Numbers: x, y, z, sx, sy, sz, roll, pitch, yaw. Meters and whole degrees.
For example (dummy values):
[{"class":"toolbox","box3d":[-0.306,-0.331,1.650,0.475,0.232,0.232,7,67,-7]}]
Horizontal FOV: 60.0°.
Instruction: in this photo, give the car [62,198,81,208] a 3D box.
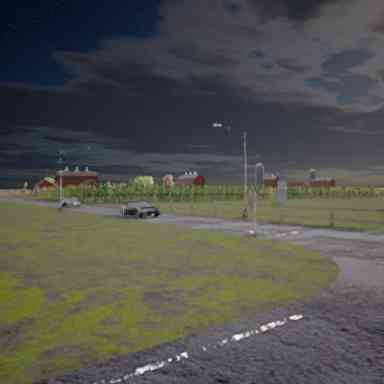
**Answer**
[{"class":"car","box3d":[-17.706,1.569,48.696,2.128,1.511,4.902,-1,0,-35]}]

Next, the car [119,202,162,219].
[{"class":"car","box3d":[-4.861,1.586,30.500,2.033,1.411,5.357,-1,0,-36]}]
